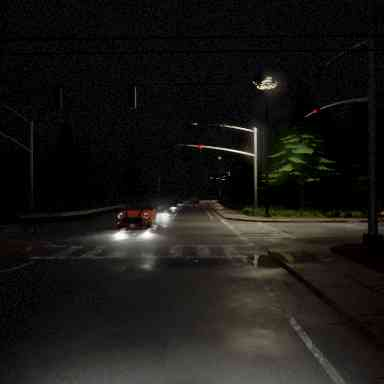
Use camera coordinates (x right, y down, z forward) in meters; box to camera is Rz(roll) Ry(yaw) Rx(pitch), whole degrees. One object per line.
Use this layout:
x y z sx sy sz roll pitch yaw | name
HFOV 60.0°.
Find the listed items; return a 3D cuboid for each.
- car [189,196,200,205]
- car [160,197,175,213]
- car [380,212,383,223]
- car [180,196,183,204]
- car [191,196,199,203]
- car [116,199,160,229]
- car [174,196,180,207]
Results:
0.387 1.690 65.381 1.812 1.442 4.674 0 0 2 | car
-3.568 1.613 39.340 2.128 1.511 4.902 0 0 0 | car
15.168 1.484 22.040 5.008 1.535 1.882 0 0 1 | car
-3.088 1.541 68.081 2.097 1.767 4.553 0 0 2 | car
0.718 1.630 75.688 1.837 1.490 4.892 0 0 2 | car
-3.590 1.446 22.180 2.097 1.767 4.553 0 0 0 | car
-3.493 1.719 53.483 1.994 1.385 4.181 0 0 1 | car
